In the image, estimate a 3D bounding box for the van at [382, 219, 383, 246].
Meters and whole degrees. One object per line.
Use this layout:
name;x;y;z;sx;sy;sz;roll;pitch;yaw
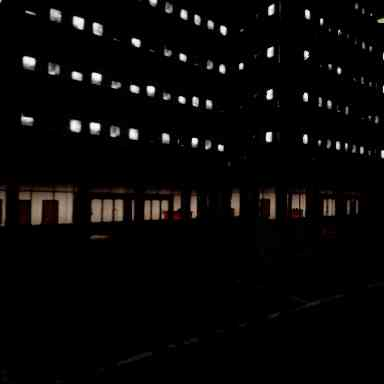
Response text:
van;9.038;1.505;12.989;3.998;1.788;1.690;1;1;-35
